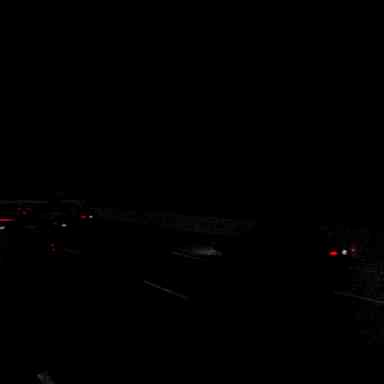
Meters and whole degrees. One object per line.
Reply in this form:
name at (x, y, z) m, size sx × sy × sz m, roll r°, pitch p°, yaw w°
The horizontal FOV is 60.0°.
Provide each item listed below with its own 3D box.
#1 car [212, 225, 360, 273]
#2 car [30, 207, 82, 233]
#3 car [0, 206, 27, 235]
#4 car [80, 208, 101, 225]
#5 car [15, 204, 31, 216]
car at (3.129, 1.919, 12.182) m, size 2.033 × 1.411 × 5.357 m, roll 2°, pitch -2°, yaw -38°
car at (-9.379, 1.905, 22.717) m, size 1.812 × 1.442 × 4.674 m, roll 2°, pitch -2°, yaw -36°
car at (-11.697, 1.756, 19.949) m, size 2.128 × 1.511 × 4.902 m, roll 2°, pitch -2°, yaw -37°
car at (-9.610, 2.075, 28.996) m, size 2.033 × 1.411 × 5.357 m, roll 2°, pitch -2°, yaw -35°
car at (-18.756, 2.013, 36.795) m, size 1.882 × 1.535 × 5.008 m, roll 2°, pitch -2°, yaw -31°
